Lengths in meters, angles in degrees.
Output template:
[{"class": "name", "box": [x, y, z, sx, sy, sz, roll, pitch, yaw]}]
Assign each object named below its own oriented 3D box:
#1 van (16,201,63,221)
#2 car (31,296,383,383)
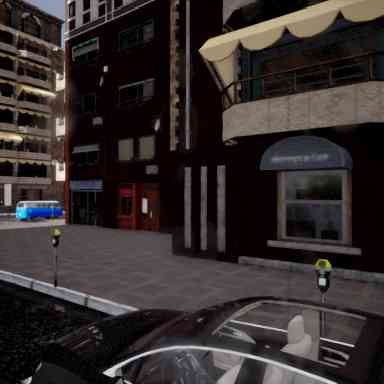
[{"class": "van", "box": [-13.751, 1.707, 30.187, 1.690, 1.788, 3.998, -1, -2, 35]}, {"class": "car", "box": [0.504, 1.551, 2.515, 4.403, 1.369, 2.008, 0, 0, 36]}]
